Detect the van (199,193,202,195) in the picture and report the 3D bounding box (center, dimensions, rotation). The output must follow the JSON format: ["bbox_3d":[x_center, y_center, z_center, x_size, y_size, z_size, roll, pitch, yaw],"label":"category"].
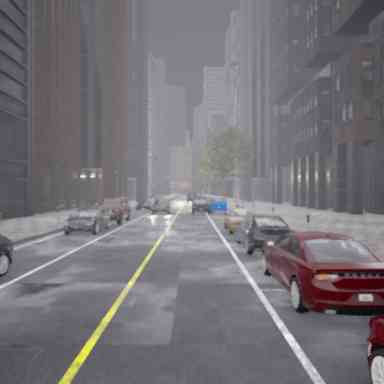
[{"bbox_3d":[2.759,1.359,63.698,1.690,1.788,3.998,0,0,0],"label":"van"}]

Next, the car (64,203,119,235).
[{"bbox_3d":[-5.764,1.549,18.740,2.008,1.369,4.403,0,0,0],"label":"car"}]

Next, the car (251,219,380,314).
[{"bbox_3d":[2.762,1.544,7.514,1.887,1.381,4.507,0,0,0],"label":"car"}]

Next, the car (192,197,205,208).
[{"bbox_3d":[0.898,1.535,50.042,1.812,1.442,4.674,0,0,0],"label":"car"}]

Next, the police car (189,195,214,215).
[{"bbox_3d":[0.898,1.427,34.152,1.930,1.638,5.238,0,0,0],"label":"police car"}]

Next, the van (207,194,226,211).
[{"bbox_3d":[2.760,1.343,35.606,1.690,1.788,3.998,0,0,0],"label":"van"}]

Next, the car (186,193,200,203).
[{"bbox_3d":[-0.003,1.150,69.371,2.150,2.045,5.566,0,0,0],"label":"car"}]

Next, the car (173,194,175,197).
[{"bbox_3d":[-5.767,1.472,80.547,1.967,1.590,4.097,0,0,0],"label":"car"}]

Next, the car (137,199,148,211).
[{"bbox_3d":[-5.765,1.571,41.216,1.947,1.339,4.313,0,0,0],"label":"car"}]

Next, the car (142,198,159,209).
[{"bbox_3d":[-5.765,1.533,46.664,1.752,1.417,4.829,0,0,0],"label":"car"}]

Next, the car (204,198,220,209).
[{"bbox_3d":[2.760,1.552,46.843,1.887,1.381,4.507,0,0,0],"label":"car"}]

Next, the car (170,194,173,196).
[{"bbox_3d":[-5.767,1.552,74.758,1.752,1.417,4.829,0,0,0],"label":"car"}]

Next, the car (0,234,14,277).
[{"bbox_3d":[-5.763,1.550,7.503,2.008,1.369,4.403,0,0,0],"label":"car"}]

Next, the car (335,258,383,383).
[{"bbox_3d":[2.762,1.544,1.896,1.887,1.381,4.507,0,0,0],"label":"car"}]

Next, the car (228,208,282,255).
[{"bbox_3d":[2.762,1.549,13.127,2.008,1.369,4.403,0,0,0],"label":"car"}]

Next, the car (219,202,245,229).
[{"bbox_3d":[2.761,1.524,18.921,1.752,1.417,4.829,0,0,0],"label":"car"}]

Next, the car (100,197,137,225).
[{"bbox_3d":[-5.764,1.314,24.359,2.192,1.841,5.009,0,0,0],"label":"car"}]

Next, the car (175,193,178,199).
[{"bbox_3d":[-5.768,1.594,91.784,2.008,1.369,4.403,0,0,0],"label":"car"}]

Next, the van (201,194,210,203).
[{"bbox_3d":[2.758,1.363,69.317,1.690,1.788,3.998,0,0,0],"label":"van"}]

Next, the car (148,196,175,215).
[{"bbox_3d":[-3.098,1.506,34.430,1.837,1.490,4.892,0,0,0],"label":"car"}]

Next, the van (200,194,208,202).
[{"bbox_3d":[2.758,1.368,74.935,1.690,1.788,3.998,0,0,0],"label":"van"}]
